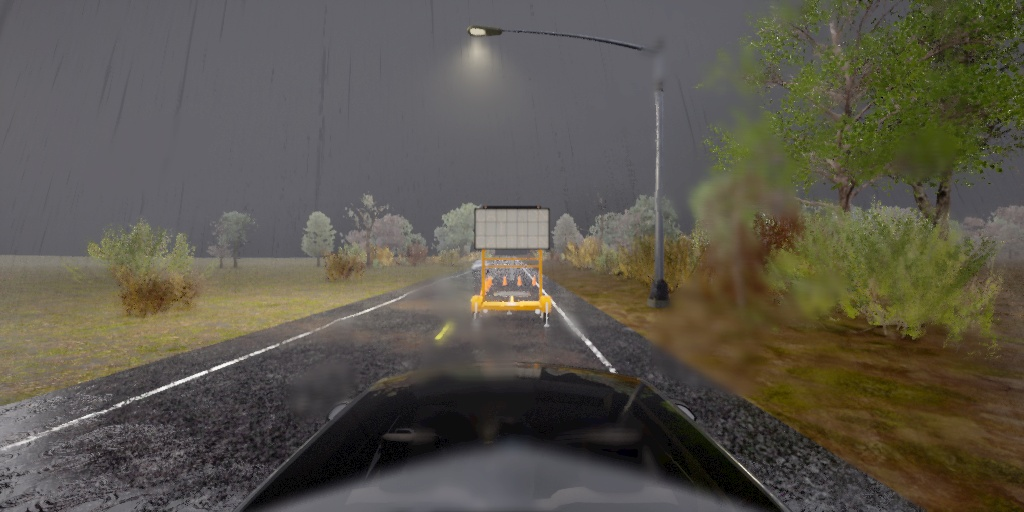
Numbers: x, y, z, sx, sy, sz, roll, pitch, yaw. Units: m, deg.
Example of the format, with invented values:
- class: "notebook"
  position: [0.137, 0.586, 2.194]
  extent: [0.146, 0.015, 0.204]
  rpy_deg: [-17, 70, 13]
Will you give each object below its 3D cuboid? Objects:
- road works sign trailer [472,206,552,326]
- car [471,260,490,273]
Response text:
- class: "road works sign trailer"
  position: [0.002, 0.203, 11.530]
  extent: [2.380, 3.560, 2.880]
  rpy_deg: [0, 0, 0]
- class: "car"
  position: [-3.592, 1.207, 41.651]
  extent: [1.812, 1.442, 4.674]
  rpy_deg: [0, 0, 0]
